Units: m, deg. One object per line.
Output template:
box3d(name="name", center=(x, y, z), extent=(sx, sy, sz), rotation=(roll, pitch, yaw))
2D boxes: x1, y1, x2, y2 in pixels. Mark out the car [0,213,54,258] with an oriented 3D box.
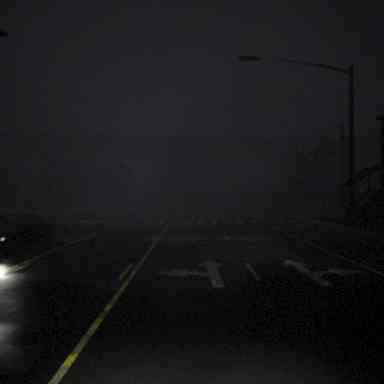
box3d(name="car", center=(-7.099, 1.578, 13.196), extent=(1.812, 1.442, 4.674), rotation=(0, 0, 0))
